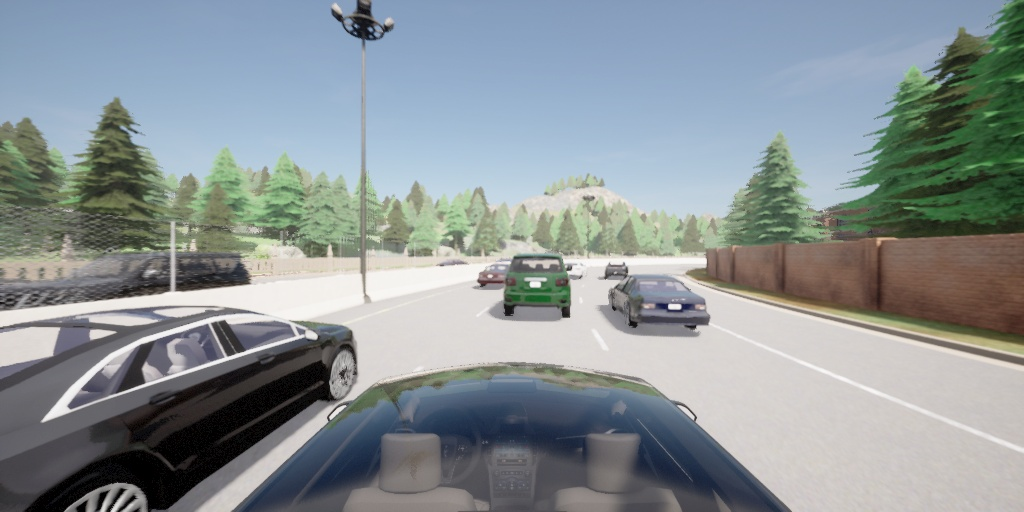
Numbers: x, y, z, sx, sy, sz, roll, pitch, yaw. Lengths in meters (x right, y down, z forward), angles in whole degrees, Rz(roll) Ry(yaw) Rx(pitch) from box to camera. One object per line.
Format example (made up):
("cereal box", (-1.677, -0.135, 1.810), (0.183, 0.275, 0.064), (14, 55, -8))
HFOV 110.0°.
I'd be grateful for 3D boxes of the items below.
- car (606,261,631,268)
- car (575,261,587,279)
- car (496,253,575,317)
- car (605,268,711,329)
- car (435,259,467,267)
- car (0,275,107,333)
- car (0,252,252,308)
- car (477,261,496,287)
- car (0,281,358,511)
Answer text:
("car", (9.156, 1.142, 31.078), (2.128, 1.511, 4.902), (0, 0, 20))
("car", (5.358, 1.162, 30.892), (1.812, 1.442, 4.674), (0, 0, 18))
("car", (1.040, 0.923, 13.198), (2.150, 2.045, 5.566), (0, 0, 7))
("car", (4.276, 1.270, 11.219), (2.033, 1.411, 5.357), (0, 0, 7))
("car", (-7.658, 1.066, 45.908), (2.033, 1.411, 5.357), (0, 0, 25))
("car", (-13.680, 1.266, 8.822), (1.895, 1.301, 4.718), (0, 0, 5))
("car", (-10.069, 0.896, 9.909), (2.150, 2.045, 5.566), (0, 0, 5))
("car", (-0.659, 1.197, 23.034), (2.033, 1.411, 5.357), (0, 0, 14))
("car", (-3.238, 1.221, 3.431), (2.128, 1.511, 4.902), (0, 0, 1))
